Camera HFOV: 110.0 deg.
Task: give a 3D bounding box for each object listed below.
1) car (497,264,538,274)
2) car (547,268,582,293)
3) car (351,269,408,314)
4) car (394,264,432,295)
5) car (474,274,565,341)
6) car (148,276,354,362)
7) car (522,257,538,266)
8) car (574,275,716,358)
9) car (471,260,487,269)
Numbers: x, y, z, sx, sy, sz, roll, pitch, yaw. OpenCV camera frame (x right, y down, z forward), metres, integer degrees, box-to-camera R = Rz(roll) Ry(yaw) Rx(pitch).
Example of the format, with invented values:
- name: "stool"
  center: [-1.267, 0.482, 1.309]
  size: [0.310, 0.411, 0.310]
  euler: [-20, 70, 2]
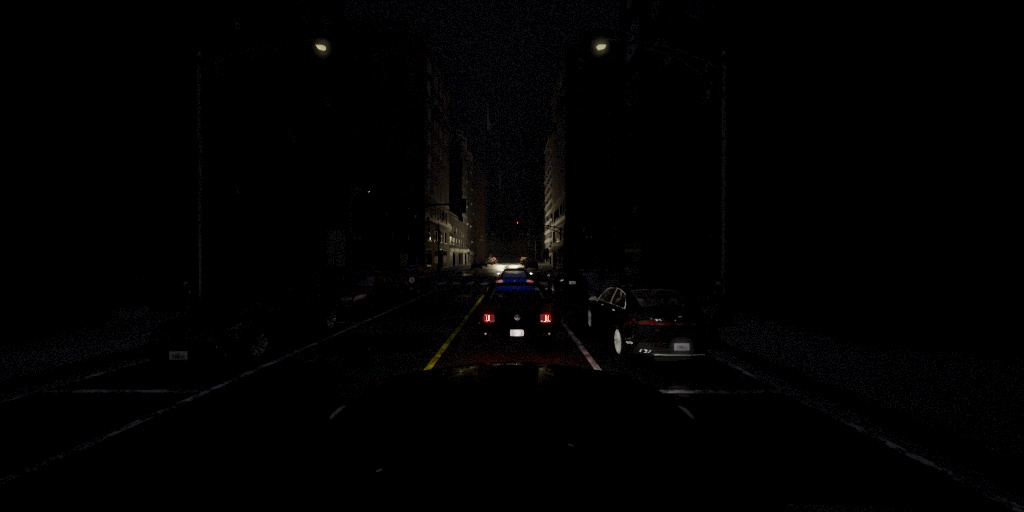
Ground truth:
- name: "car"
  center: [0.145, 1.314, 18.617]
  size: [1.994, 1.385, 4.181]
  euler: [0, 0, 1]
- name: "car"
  center: [2.907, 1.316, 19.236]
  size: [1.948, 1.339, 4.313]
  euler: [0, 0, 0]
- name: "car"
  center: [-5.635, 1.332, 13.760]
  size: [1.802, 1.307, 4.207]
  euler: [0, 0, 0]
- name: "car"
  center: [-5.618, 1.190, 19.261]
  size: [1.967, 1.591, 4.097]
  euler: [0, 0, 0]
- name: "car"
  center: [0.118, 1.351, 9.858]
  size: [1.895, 1.301, 4.718]
  euler: [0, 0, 0]
- name: "car"
  center: [-5.650, 1.315, 8.258]
  size: [1.948, 1.339, 4.313]
  euler: [0, 0, 0]
- name: "car"
  center: [3.050, 1.225, 56.325]
  size: [1.967, 1.591, 4.097]
  euler: [0, 0, 0]
- name: "car"
  center: [2.875, 1.300, 8.234]
  size: [2.007, 1.370, 4.403]
  euler: [0, 0, 0]
- name: "car"
  center: [-5.475, 1.367, 56.363]
  size: [1.802, 1.307, 4.207]
  euler: [0, 0, 0]
